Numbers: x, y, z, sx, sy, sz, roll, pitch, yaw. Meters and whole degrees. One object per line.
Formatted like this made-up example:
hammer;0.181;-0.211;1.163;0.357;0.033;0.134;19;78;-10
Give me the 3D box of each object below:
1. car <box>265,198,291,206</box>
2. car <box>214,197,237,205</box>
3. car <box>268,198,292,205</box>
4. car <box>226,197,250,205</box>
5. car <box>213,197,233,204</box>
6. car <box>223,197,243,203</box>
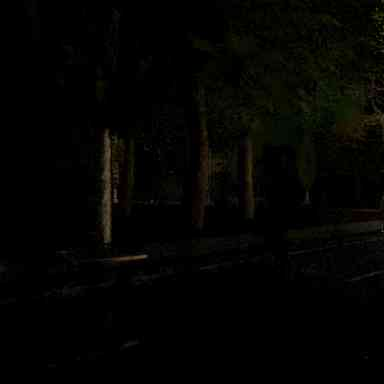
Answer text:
car;16.534;1.859;65.333;1.882;1.535;5.008;1;-1;-36
car;6.838;1.915;67.625;2.033;1.411;5.357;1;-1;-36
car;18.191;1.922;68.582;1.812;1.442;4.674;1;-1;-36
car;9.500;1.863;69.493;2.128;1.511;4.902;1;-1;-36
car;7.237;1.879;78.146;1.882;1.535;5.008;1;-1;-36
car;9.868;1.907;80.055;1.882;1.535;5.008;1;-1;-36
